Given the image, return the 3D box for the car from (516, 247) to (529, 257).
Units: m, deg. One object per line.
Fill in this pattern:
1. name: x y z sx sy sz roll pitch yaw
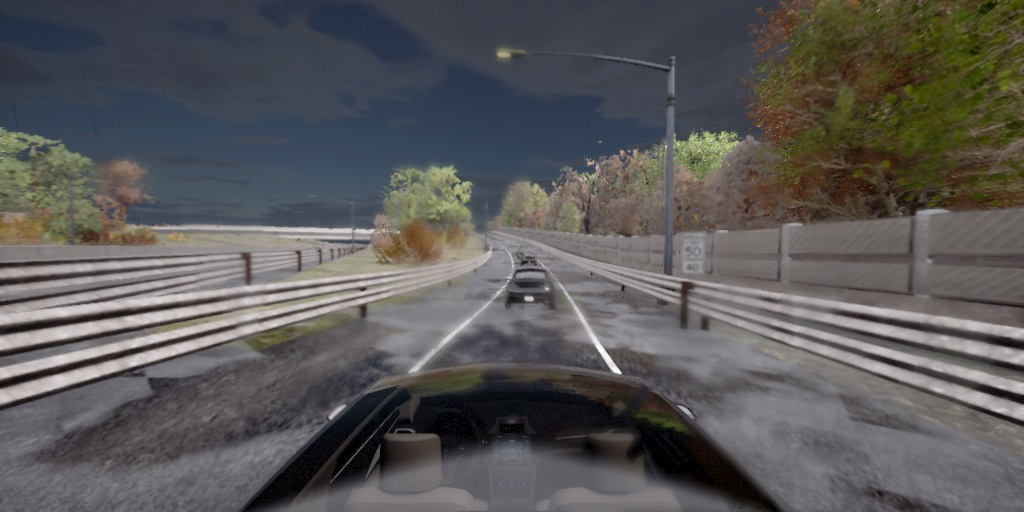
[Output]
1. car: 1.652 -0.610 52.720 2.097 1.767 4.553 1 5 -2

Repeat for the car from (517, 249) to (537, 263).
1. car: 1.858 0.316 41.764 1.837 1.490 4.892 1 3 -1

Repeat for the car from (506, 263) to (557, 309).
1. car: 0.799 1.241 14.959 1.837 1.490 4.892 1 1 4
